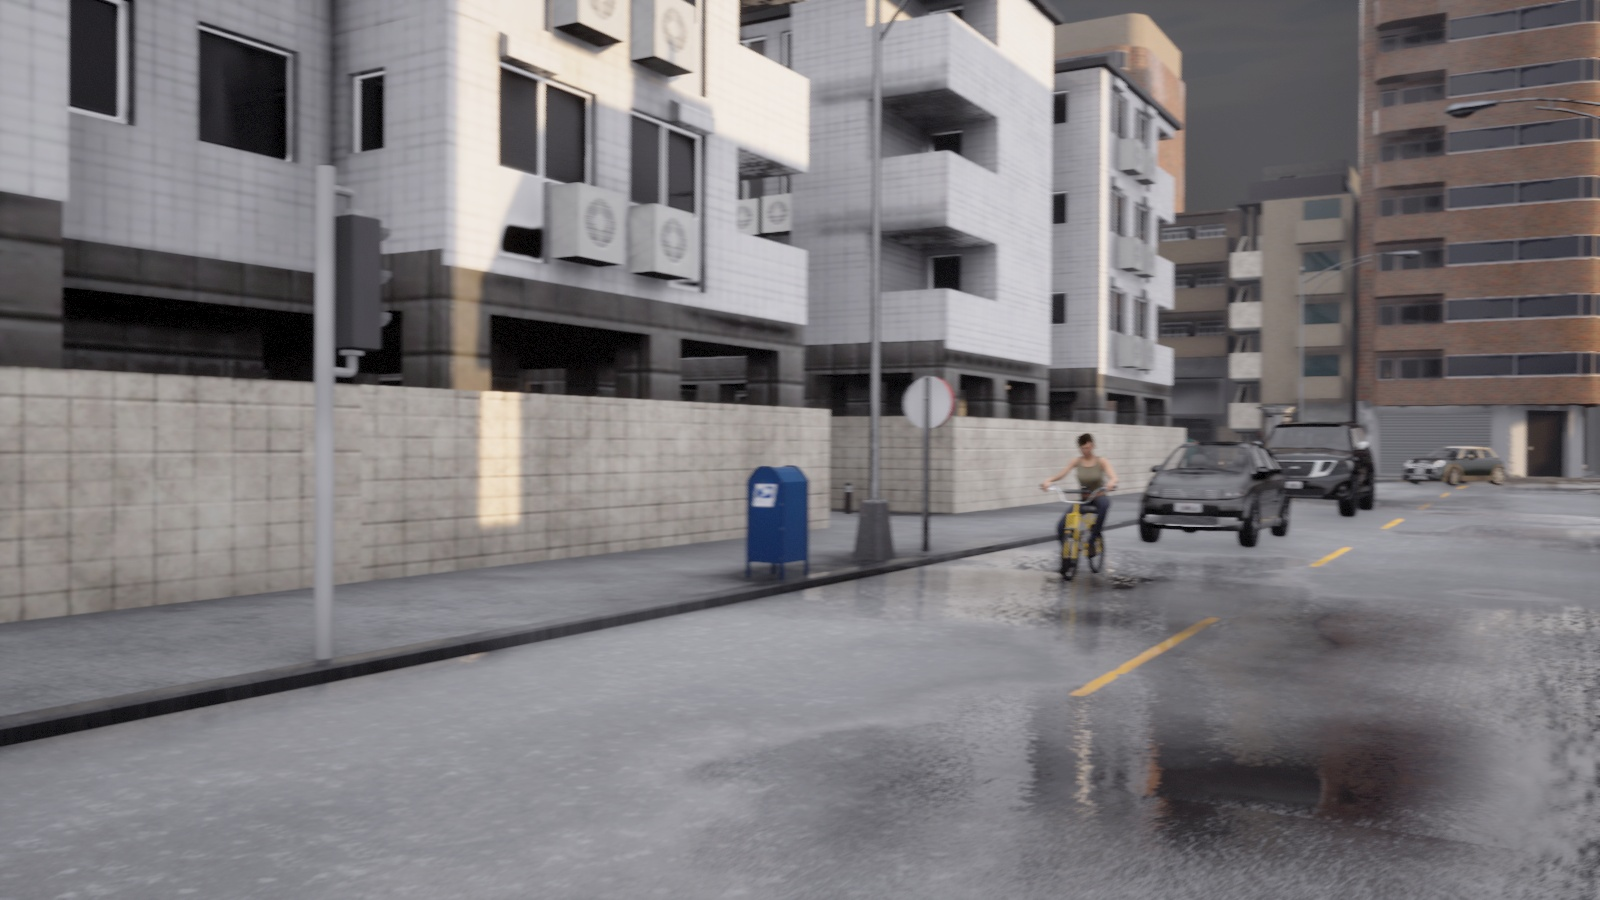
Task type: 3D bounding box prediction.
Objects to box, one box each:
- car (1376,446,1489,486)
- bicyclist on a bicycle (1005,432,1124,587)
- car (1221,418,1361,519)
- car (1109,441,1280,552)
[{"bbox_3d":[24.461,0.588,48.572,3.806,1.475,1.970,0,0,-26],"label":"car"},{"bbox_3d":[2.953,0.617,13.932,0.866,1.612,1.509,1,0,29],"label":"bicyclist on a bicycle"},{"bbox_3d":[11.207,0.369,28.375,2.150,2.045,5.566,1,0,30],"label":"car"},{"bbox_3d":[6.284,0.647,19.747,1.789,1.549,3.705,1,0,30],"label":"car"}]
